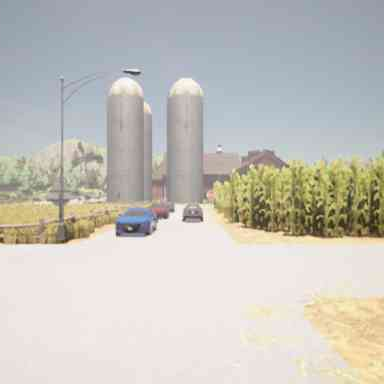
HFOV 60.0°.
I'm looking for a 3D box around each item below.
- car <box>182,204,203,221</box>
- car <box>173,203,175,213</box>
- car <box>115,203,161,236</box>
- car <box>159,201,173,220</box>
[{"bbox_3d":[0.073,1.848,30.726,2.033,1.411,5.357,0,0,0],"label":"car"},{"bbox_3d":[-3.194,1.923,43.566,2.033,1.411,5.357,0,0,0],"label":"car"},{"bbox_3d":[-3.213,1.661,19.790,1.882,1.535,5.008,0,-1,0],"label":"car"},{"bbox_3d":[-3.222,1.790,32.287,1.882,1.535,5.008,0,-1,0],"label":"car"}]
